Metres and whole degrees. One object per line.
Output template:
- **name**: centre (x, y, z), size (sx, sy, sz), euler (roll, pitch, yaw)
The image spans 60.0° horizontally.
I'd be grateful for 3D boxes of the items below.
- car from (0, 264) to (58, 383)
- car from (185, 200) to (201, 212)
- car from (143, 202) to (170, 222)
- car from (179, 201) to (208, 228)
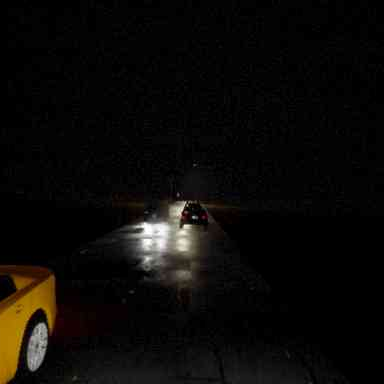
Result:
- **car**: centre (-2.837, 1.479, 2.658), size (1.882, 1.535, 5.008), euler (0, 1, 1)
- **car**: centre (0.113, 1.743, 41.796), size (1.895, 1.301, 4.718), euler (0, 0, 0)
- **car**: centre (-2.840, 1.560, 27.484), size (2.128, 1.511, 4.902), euler (0, 0, 0)
- **car**: centre (0.107, 1.596, 22.700), size (2.033, 1.411, 5.357), euler (0, 0, 0)
